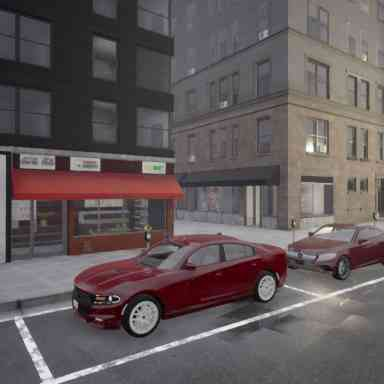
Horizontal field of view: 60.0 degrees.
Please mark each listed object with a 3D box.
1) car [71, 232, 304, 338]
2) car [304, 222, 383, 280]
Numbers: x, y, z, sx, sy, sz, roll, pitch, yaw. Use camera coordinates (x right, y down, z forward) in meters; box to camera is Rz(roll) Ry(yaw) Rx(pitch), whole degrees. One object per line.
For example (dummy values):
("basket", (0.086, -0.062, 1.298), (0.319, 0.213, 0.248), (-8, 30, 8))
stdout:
("car", (-0.029, 1.545, 6.617), (4.507, 1.381, 1.887), (0, 0, -35))
("car", (4.497, 1.577, 9.832), (4.206, 1.307, 1.802), (0, 0, -35))
